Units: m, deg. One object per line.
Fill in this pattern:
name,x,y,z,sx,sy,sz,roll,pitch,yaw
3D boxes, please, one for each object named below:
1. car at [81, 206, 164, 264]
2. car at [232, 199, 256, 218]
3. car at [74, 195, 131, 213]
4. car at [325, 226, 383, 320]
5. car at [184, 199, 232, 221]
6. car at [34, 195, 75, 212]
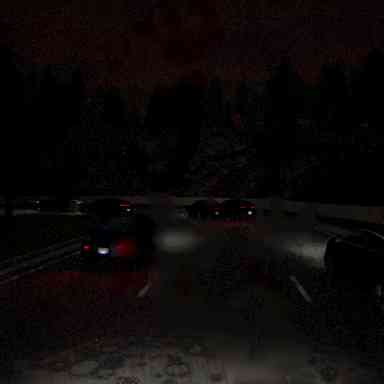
car,-2.202,1.442,11.488,1.812,1.442,4.674,0,0,6
car,3.463,1.363,28.348,1.837,1.490,4.892,2,0,-27
car,-7.629,1.279,29.341,4.892,1.490,1.837,1,-2,25
car,4.339,1.480,7.113,2.128,1.511,4.902,0,0,6
car,0.954,1.333,25.769,1.882,1.535,5.008,1,0,-19
car,-13.177,1.064,33.020,4.553,1.767,2.097,0,1,-4
